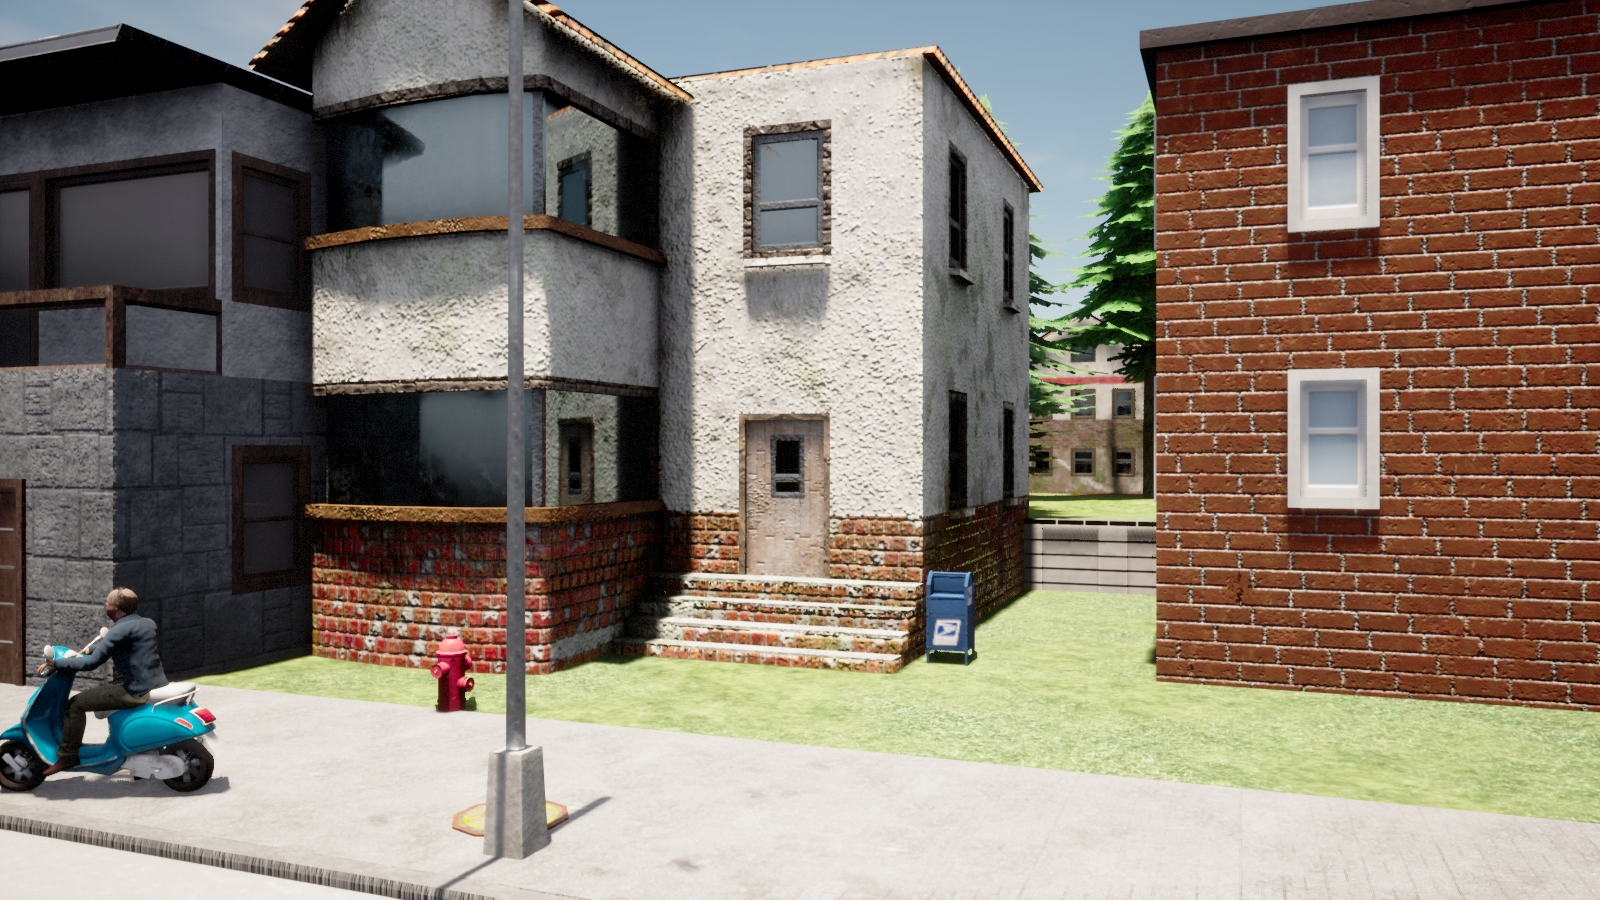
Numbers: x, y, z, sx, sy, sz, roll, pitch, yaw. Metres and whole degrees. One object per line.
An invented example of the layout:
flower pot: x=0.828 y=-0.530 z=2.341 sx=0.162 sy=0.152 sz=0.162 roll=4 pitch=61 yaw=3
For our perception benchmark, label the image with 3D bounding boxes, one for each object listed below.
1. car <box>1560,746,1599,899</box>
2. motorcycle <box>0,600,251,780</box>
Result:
car: x=4.030 y=1.809 z=2.446 sx=3.705 sy=1.549 sz=1.789 roll=0 pitch=0 yaw=21
motorcycle: x=-5.442 y=1.858 z=9.019 sx=1.805 sy=1.236 sz=0.856 roll=0 pitch=0 yaw=1
